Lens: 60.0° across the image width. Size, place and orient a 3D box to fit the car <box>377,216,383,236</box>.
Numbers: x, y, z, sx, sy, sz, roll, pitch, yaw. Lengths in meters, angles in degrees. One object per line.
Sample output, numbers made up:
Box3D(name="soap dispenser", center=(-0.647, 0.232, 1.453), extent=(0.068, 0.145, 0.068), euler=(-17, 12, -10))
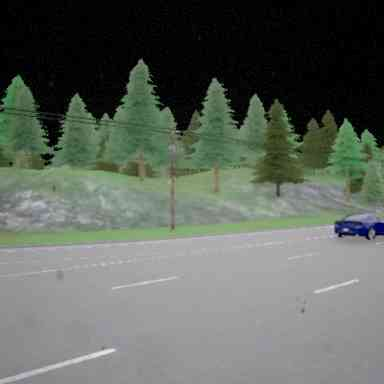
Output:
Box3D(name="car", center=(11.232, 1.954, 16.258), extent=(4.181, 1.385, 1.994), euler=(1, -2, -36))

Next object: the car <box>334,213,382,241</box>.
Box3D(name="car", center=(10.634, 1.992, 20.155), extent=(5.008, 1.535, 1.882), euler=(1, -2, -36))
